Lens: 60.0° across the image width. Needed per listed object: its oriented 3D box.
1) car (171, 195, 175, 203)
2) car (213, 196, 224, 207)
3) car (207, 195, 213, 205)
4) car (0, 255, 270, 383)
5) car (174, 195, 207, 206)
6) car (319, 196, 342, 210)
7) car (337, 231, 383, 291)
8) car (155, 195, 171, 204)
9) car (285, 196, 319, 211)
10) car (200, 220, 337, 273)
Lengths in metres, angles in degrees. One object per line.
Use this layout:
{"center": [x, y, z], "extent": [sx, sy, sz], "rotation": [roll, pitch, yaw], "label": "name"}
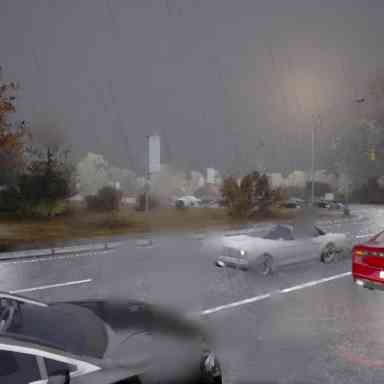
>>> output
{"center": [-3.828, 1.261, 61.479], "extent": [2.128, 1.511, 4.902], "rotation": [-1, 0, -38], "label": "car"}
{"center": [5.399, 1.143, 44.285], "extent": [2.097, 1.767, 4.553], "rotation": [-1, 0, -39], "label": "car"}
{"center": [2.666, 1.256, 53.307], "extent": [2.128, 1.511, 4.902], "rotation": [-1, 0, -39], "label": "car"}
{"center": [-1.943, 1.492, 2.345], "extent": [4.902, 1.511, 2.128], "rotation": [0, 0, -35], "label": "car"}
{"center": [-0.270, 1.321, 51.366], "extent": [1.812, 1.442, 4.674], "rotation": [-1, 0, -38], "label": "car"}
{"center": [14.713, 1.247, 38.268], "extent": [2.128, 1.511, 4.902], "rotation": [-1, 0, -39], "label": "car"}
{"center": [5.776, 1.445, 7.856], "extent": [5.008, 1.535, 1.882], "rotation": [0, 0, -35], "label": "car"}
{"center": [-6.303, 1.325, 58.973], "extent": [1.812, 1.442, 4.674], "rotation": [-1, 0, -39], "label": "car"}
{"center": [11.099, 1.278, 37.168], "extent": [2.128, 1.511, 4.902], "rotation": [-1, 0, -39], "label": "car"}
{"center": [2.583, 1.577, 10.128], "extent": [4.718, 1.301, 1.895], "rotation": [0, 0, -35], "label": "car"}
